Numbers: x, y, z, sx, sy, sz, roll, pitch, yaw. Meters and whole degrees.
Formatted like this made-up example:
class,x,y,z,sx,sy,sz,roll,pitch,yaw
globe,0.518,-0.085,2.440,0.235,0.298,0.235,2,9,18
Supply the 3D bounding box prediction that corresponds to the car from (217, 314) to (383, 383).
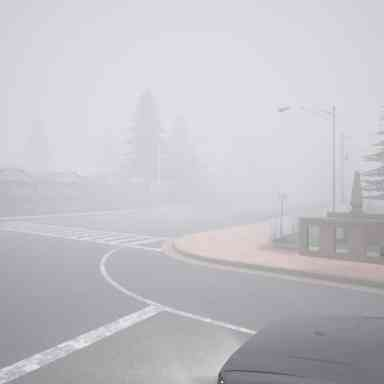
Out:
class,x,y,z,sx,sy,sz,roll,pitch,yaw
car,2.746,1.550,2.016,5.357,1.411,2.033,0,0,36
